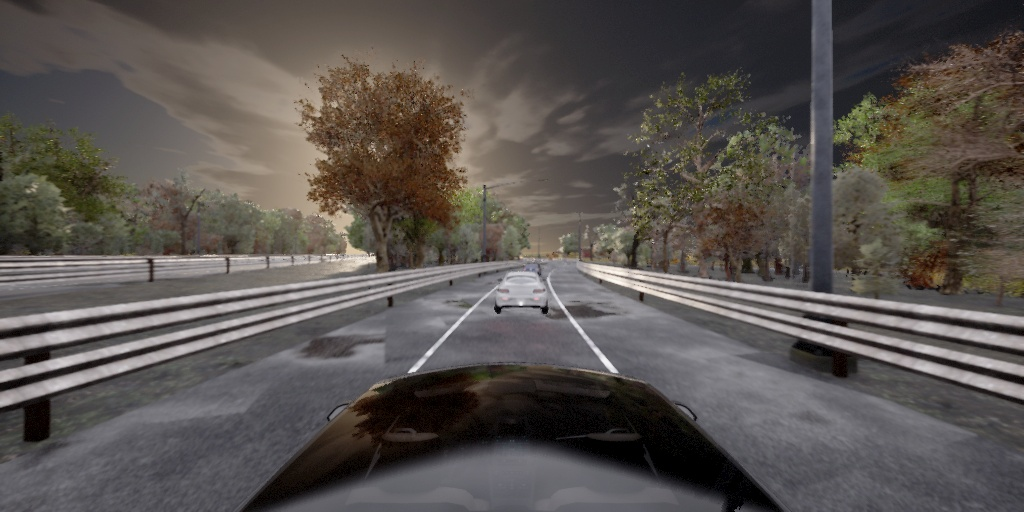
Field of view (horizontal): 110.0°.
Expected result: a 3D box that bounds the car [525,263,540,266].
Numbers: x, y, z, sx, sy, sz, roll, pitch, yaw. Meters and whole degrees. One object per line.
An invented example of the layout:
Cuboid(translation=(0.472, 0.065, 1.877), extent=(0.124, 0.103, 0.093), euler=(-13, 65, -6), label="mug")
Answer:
Cuboid(translation=(2.134, 1.382, 37.060), extent=(2.033, 1.411, 5.357), euler=(0, 0, 7), label="car")

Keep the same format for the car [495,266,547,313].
Cuboid(translation=(0.388, 1.301, 14.041), extent=(1.812, 1.442, 4.674), euler=(0, 0, 2), label="car")
